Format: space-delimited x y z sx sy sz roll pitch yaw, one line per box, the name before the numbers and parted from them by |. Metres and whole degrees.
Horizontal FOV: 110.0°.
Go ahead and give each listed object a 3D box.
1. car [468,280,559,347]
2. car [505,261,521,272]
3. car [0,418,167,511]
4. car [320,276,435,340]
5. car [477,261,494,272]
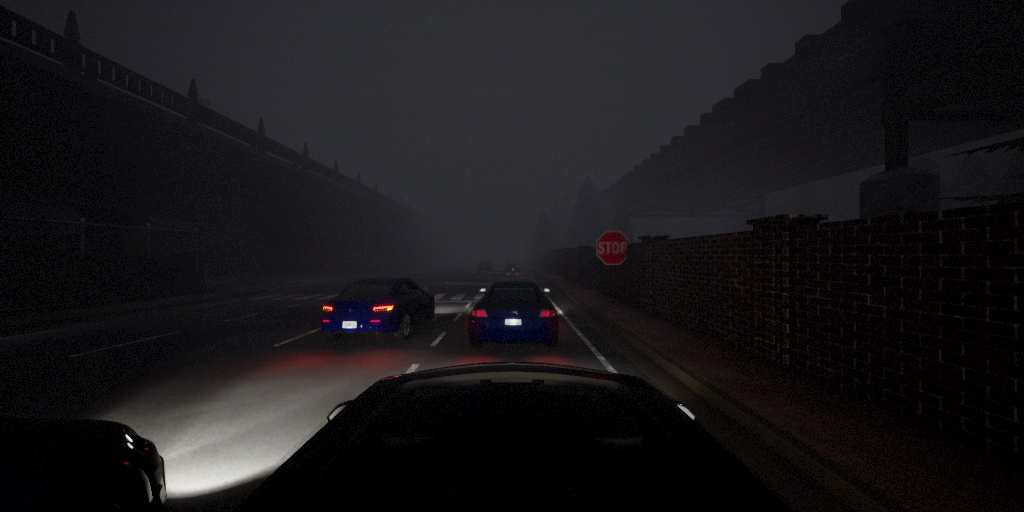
car | 0.069 1.314 9.303 1.994 1.385 4.181 0 0 1
car | 0.099 1.351 46.119 1.895 1.301 4.718 0 0 -1
car | -3.399 1.314 0.730 1.994 1.385 4.181 0 0 0
car | -3.413 1.276 9.825 1.812 1.442 4.674 0 0 0
car | -3.395 1.297 45.950 2.033 1.411 5.357 0 0 -1
